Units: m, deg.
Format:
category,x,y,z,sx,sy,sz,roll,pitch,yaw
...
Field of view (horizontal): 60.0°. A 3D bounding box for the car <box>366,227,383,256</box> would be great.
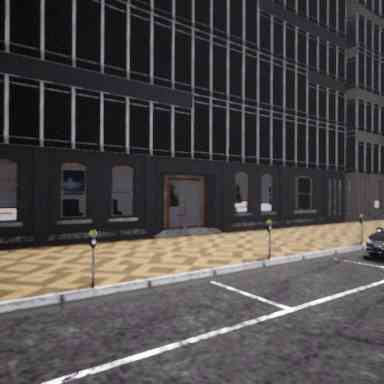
category,x,y,z,sx,sy,sz,roll,pitch,yaw
car,8.189,1.673,12.397,4.403,1.369,2.008,1,0,-35
